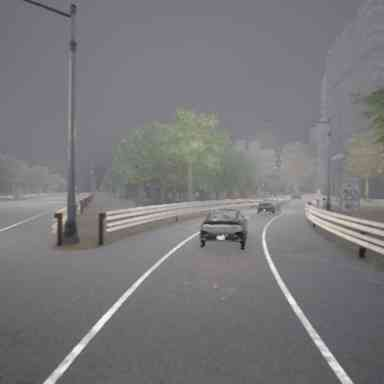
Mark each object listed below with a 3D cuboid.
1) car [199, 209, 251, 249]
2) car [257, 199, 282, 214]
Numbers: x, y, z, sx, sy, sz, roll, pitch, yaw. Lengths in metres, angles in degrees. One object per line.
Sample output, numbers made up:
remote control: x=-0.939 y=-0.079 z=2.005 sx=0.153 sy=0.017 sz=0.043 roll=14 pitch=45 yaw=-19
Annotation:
car: x=1.534 y=1.499 z=14.834 sx=2.128 sy=1.511 sz=4.902 roll=0 pitch=0 yaw=11
car: x=8.342 y=1.577 z=35.671 sx=1.837 sy=1.490 sz=4.892 roll=0 pitch=-1 yaw=25
